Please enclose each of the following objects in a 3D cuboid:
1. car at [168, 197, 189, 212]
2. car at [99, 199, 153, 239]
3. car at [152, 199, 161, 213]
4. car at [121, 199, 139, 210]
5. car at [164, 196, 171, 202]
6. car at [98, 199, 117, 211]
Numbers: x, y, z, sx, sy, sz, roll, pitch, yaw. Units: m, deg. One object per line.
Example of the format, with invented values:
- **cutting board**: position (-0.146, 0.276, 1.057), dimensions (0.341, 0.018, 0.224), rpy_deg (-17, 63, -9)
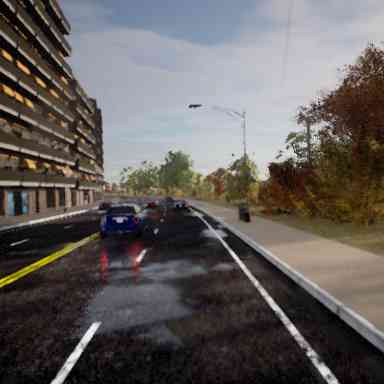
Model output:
- **car**: position (-1.367, 1.528, 37.982), dimensions (2.033, 1.411, 5.357), rpy_deg (-2, 0, -4)
- **car**: position (-3.601, 1.429, 18.370), dimensions (2.097, 1.767, 4.553), rpy_deg (-2, 0, -2)
- **car**: position (-4.625, 1.568, 37.854), dimensions (2.128, 1.511, 4.902), rpy_deg (-2, 0, -4)
- **car**: position (-8.745, 1.779, 47.281), dimensions (1.895, 1.301, 4.718), rpy_deg (-2, 0, -4)
- **car**: position (-5.356, 1.564, 76.166), dimensions (1.994, 1.385, 4.181), rpy_deg (-2, 0, -8)
- **car**: position (-12.035, 1.838, 47.591), dimensions (1.994, 1.385, 4.181), rpy_deg (-2, 0, -4)
